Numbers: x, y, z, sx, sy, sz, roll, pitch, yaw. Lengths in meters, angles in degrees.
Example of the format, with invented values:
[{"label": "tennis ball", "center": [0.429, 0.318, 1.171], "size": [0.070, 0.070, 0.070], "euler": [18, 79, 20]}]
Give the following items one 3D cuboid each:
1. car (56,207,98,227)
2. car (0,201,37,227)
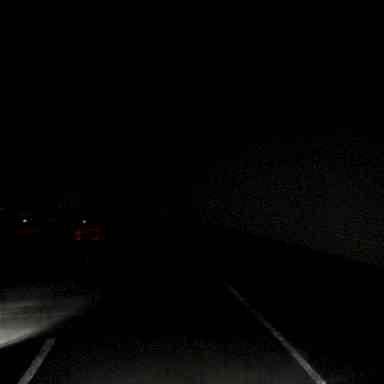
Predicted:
[{"label": "car", "center": [-8.751, 1.779, 24.897], "size": [1.895, 1.301, 4.718], "euler": [0, 0, -35]}, {"label": "car", "center": [-12.858, 1.702, 24.537], "size": [1.837, 1.490, 4.892], "euler": [1, 0, -38]}]
